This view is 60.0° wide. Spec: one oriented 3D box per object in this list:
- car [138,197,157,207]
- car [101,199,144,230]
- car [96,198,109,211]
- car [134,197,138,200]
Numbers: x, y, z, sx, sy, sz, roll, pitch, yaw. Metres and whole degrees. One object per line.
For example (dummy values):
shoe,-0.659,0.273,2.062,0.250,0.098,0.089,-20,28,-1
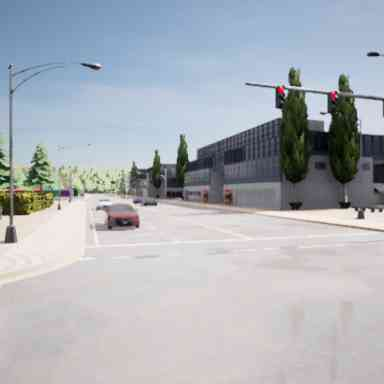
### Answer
car,-6.638,1.508,51.591,1.994,1.385,4.181,0,0,-17
car,-4.543,1.460,21.242,1.882,1.535,5.008,0,0,-18
car,-10.778,1.497,41.020,1.812,1.442,4.674,0,0,-18
car,-9.626,1.503,60.856,1.994,1.385,4.181,0,0,-18
